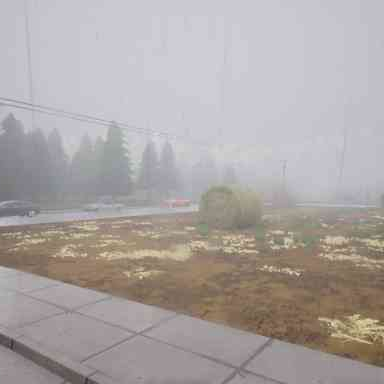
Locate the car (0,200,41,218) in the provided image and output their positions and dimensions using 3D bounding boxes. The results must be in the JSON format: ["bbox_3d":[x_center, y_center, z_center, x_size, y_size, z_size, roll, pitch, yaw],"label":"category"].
[{"bbox_3d":[-15.883,1.531,29.188,1.837,1.490,4.892,0,0,37],"label":"car"}]

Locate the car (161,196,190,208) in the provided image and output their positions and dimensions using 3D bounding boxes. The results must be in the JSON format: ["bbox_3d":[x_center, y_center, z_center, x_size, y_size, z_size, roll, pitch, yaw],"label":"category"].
[{"bbox_3d":[-2.293,1.379,47.498,2.097,1.767,4.553,0,0,37],"label":"car"}]

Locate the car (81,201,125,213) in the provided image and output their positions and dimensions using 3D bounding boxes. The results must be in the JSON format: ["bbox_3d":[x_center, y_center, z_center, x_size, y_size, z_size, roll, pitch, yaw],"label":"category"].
[{"bbox_3d":[-9.925,1.627,37.230,1.895,1.301,4.718,0,0,37],"label":"car"}]
